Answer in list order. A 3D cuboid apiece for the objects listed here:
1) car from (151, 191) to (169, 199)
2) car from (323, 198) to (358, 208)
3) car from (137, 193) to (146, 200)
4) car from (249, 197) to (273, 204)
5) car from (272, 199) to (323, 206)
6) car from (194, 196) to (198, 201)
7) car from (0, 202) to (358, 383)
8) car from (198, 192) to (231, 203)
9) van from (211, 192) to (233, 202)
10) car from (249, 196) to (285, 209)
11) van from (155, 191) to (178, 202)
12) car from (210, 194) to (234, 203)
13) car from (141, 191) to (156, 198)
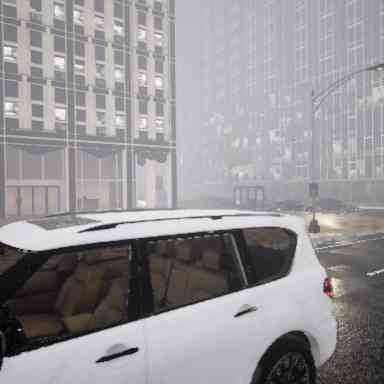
[{"bbox_3d":[-7.556,0.613,77.888,2.192,1.841,5.009,0,1,-35],"label":"car"},{"bbox_3d":[14.975,1.363,34.936,1.812,1.442,4.674,-1,1,-34],"label":"car"},{"bbox_3d":[-11.236,1.037,68.459,2.008,1.369,4.403,0,1,-35],"label":"car"},{"bbox_3d":[8.008,1.386,40.309,1.802,1.307,4.206,-1,1,-35],"label":"car"},{"bbox_3d":[11.217,1.422,35.615,1.947,1.339,4.313,-1,1,-35],"label":"car"},{"bbox_3d":[2.113,1.041,63.846,1.802,1.307,4.206,-1,1,-35],"label":"car"},{"bbox_3d":[-0.981,1.223,2.989,5.566,2.045,2.150,0,0,-36],"label":"car"},{"bbox_3d":[3.688,1.203,51.348,2.033,1.411,5.357,-1,1,-34],"label":"car"},{"bbox_3d":[5.335,0.853,59.162,1.690,1.788,3.998,-1,1,-35],"label":"van"},{"bbox_3d":[9.578,1.315,42.773,1.994,1.385,4.181,-1,1,-35],"label":"car"},{"bbox_3d":[-4.790,0.935,59.093,1.690,1.788,3.998,0,1,-35],"label":"van"},{"bbox_3d":[4.833,1.318,45.023,1.947,1.339,4.313,-1,1,-35],"label":"car"},{"bbox_3d":[-10.779,0.684,82.571,1.967,1.590,4.097,0,1,-35],"label":"car"}]
